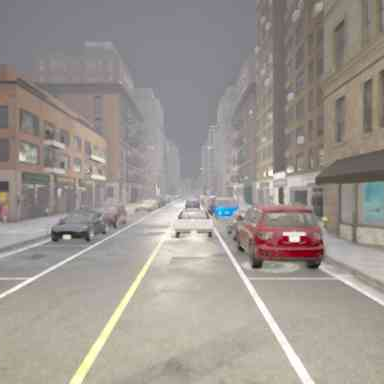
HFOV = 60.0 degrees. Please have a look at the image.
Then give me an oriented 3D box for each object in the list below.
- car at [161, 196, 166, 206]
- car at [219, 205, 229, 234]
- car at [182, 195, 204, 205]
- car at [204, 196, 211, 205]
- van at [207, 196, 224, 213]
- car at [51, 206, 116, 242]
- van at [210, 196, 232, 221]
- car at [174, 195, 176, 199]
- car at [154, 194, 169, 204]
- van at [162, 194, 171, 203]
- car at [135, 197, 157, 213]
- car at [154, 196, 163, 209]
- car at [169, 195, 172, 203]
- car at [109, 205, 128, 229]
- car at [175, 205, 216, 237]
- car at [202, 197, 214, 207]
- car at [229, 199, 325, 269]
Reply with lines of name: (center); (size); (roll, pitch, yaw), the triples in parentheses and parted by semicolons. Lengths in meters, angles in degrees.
car: (-5.408, 1.616, 49.001); (1.947, 1.339, 4.313); (0, 0, 0)
car: (2.696, 1.568, 16.567); (2.008, 1.369, 4.403); (0, 0, 0)
car: (0.089, 1.534, 42.501); (2.128, 1.511, 4.902); (0, 0, 0)
car: (2.677, 1.349, 32.787); (2.192, 1.841, 5.009); (0, 0, 0)
van: (2.671, 1.380, 38.193); (1.690, 1.788, 3.998); (0, 0, 0)
car: (-5.409, 1.584, 16.564); (1.947, 1.339, 4.313); (0, 0, 0)
van: (2.683, 1.370, 27.380); (1.690, 1.788, 3.998); (0, 0, 0)
car: (-5.408, 1.628, 76.033); (2.008, 1.369, 4.403); (0, 0, 0)
car: (-5.408, 1.370, 54.408); (2.192, 1.841, 5.009); (0, 0, 0)
van: (-5.408, 1.413, 70.627); (1.690, 1.788, 3.998); (0, 0, 0)
car: (-5.408, 1.564, 38.020); (1.752, 1.417, 4.829); (0, 0, 0)
car: (-5.408, 1.595, 43.595); (2.008, 1.369, 4.403); (0, 0, 0)
car: (-5.408, 1.648, 65.220); (1.802, 1.307, 4.206); (0, 0, 0)
car: (-5.409, 1.568, 21.970); (1.887, 1.381, 4.507); (0, 0, 0)
car: (0.094, 1.620, 18.135); (1.895, 1.301, 4.718); (0, 0, 0)
car: (2.652, 1.581, 54.581); (1.752, 1.417, 4.829); (0, 0, 0)
car: (2.702, 1.327, 11.161); (2.192, 1.841, 5.009); (0, 0, 0)
